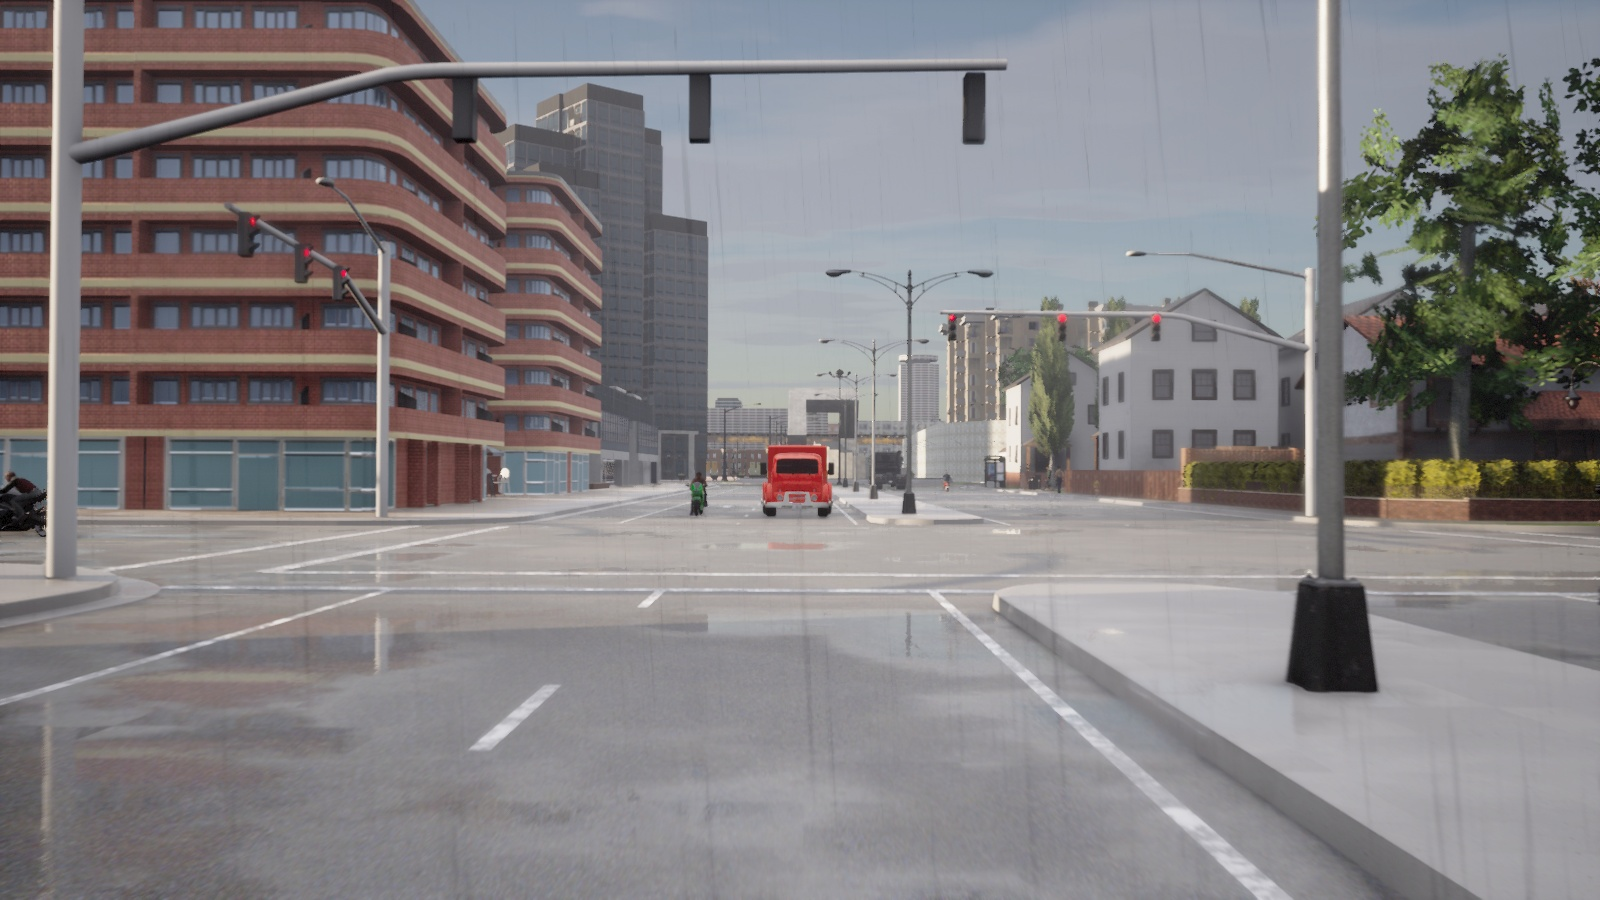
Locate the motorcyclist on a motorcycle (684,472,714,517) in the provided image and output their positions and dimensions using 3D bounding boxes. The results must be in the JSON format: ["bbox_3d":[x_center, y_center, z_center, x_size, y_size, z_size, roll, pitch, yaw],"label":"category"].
[{"bbox_3d":[-3.496,1.543,43.709,0.797,1.523,2.044,0,-1,2],"label":"motorcyclist on a motorcycle"}]

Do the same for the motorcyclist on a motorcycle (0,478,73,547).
[{"bbox_3d":[-17.790,1.397,28.404,2.191,1.530,0.866,0,-1,-1],"label":"motorcyclist on a motorcycle"}]

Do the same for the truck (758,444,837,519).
[{"bbox_3d":[-0.094,1.054,44.757,2.627,2.467,5.204,0,1,0],"label":"truck"}]

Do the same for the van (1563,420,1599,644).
[{"bbox_3d":[7.980,0.691,9.416,1.775,1.987,4.442,0,-1,0],"label":"van"}]
